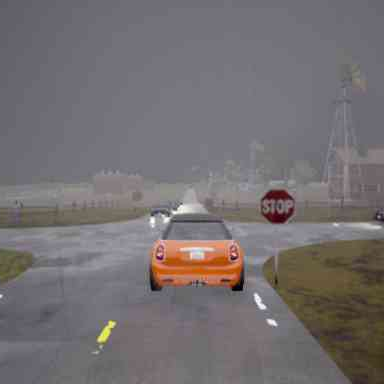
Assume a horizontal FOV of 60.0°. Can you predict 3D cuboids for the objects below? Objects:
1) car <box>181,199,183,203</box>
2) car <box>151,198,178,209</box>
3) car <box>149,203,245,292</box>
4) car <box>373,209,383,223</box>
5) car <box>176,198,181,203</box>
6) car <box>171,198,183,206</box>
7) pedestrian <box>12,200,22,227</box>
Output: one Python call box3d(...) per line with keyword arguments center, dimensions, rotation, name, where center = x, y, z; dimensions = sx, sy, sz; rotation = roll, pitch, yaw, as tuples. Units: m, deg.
box3d(center=(-2.801, 1.732, 51.698), dimensions=(2.033, 1.411, 5.357), rotation=(0, -1, 0), name="car")
box3d(center=(-2.863, 1.605, 32.579), dimensions=(2.033, 1.411, 5.357), rotation=(0, 0, 1), name="car")
box3d(center=(0.105, 1.357, 9.139), dimensions=(2.097, 1.767, 4.553), rotation=(0, 0, 0), name="car")
box3d(center=(13.205, 1.268, 19.906), dimensions=(4.181, 1.385, 1.994), rotation=(-1, 1, 1), name="car")
box3d(center=(-2.813, 1.672, 41.875), dimensions=(1.994, 1.385, 4.181), rotation=(0, 0, 0), name="car")
box3d(center=(-2.750, 1.852, 61.677), dimensions=(1.994, 1.385, 4.181), rotation=(0, -1, 0), name="car")
box3d(center=(-12.140, 1.460, 23.057), dimensions=(0.375, 1.860, 0.375), rotation=(0, 2, 0), name="pedestrian")
